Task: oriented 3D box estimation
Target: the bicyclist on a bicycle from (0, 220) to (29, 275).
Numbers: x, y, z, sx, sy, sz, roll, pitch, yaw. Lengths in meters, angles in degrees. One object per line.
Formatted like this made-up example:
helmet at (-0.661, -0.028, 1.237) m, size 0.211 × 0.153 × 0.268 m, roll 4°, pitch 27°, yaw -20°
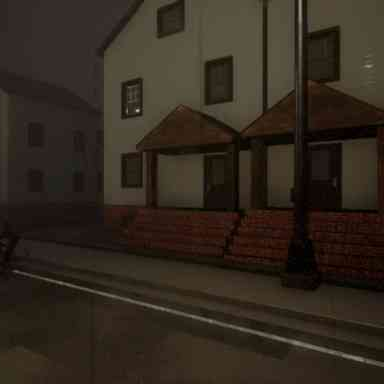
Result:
bicyclist on a bicycle at (-5.194, 1.417, 8.961) m, size 0.582 × 1.620 × 1.656 m, roll 0°, pitch 0°, yaw 34°
